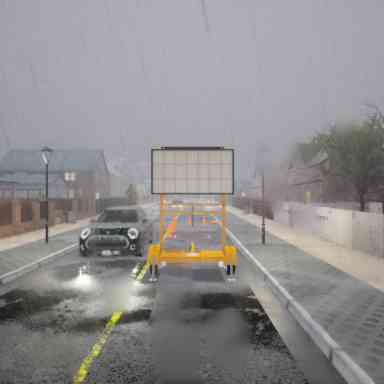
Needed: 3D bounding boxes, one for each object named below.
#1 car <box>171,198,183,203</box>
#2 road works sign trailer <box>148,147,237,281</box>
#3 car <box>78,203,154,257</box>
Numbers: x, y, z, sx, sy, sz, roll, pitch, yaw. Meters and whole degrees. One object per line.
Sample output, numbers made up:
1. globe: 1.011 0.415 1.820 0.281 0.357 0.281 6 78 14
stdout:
1. car: -2.719 1.722 61.406 1.994 1.385 4.181 0 0 0
2. road works sign trailer: 0.019 0.471 9.835 2.380 3.560 2.880 0 0 0
3. car: -2.741 1.363 12.918 2.097 1.767 4.553 0 0 0
